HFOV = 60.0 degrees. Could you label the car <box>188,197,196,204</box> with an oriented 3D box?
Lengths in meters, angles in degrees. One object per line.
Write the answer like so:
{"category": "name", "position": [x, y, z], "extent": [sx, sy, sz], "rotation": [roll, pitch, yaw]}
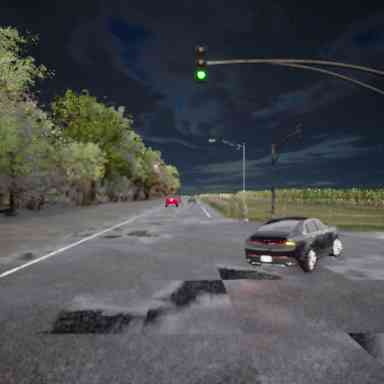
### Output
{"category": "car", "position": [-0.017, 1.957, 78.173], "extent": [1.837, 1.490, 4.892], "rotation": [0, 0, 0]}

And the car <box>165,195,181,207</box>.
{"category": "car", "position": [-3.413, 1.561, 58.051], "extent": [2.150, 2.045, 5.566], "rotation": [0, -1, 0]}

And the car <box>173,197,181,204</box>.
{"category": "car", "position": [-3.518, 1.964, 79.439], "extent": [1.837, 1.490, 4.892], "rotation": [0, 0, 0]}

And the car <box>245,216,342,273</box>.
{"category": "car", "position": [3.497, 1.576, 11.088], "extent": [1.837, 1.490, 4.892], "rotation": [-3, -2, 37]}
